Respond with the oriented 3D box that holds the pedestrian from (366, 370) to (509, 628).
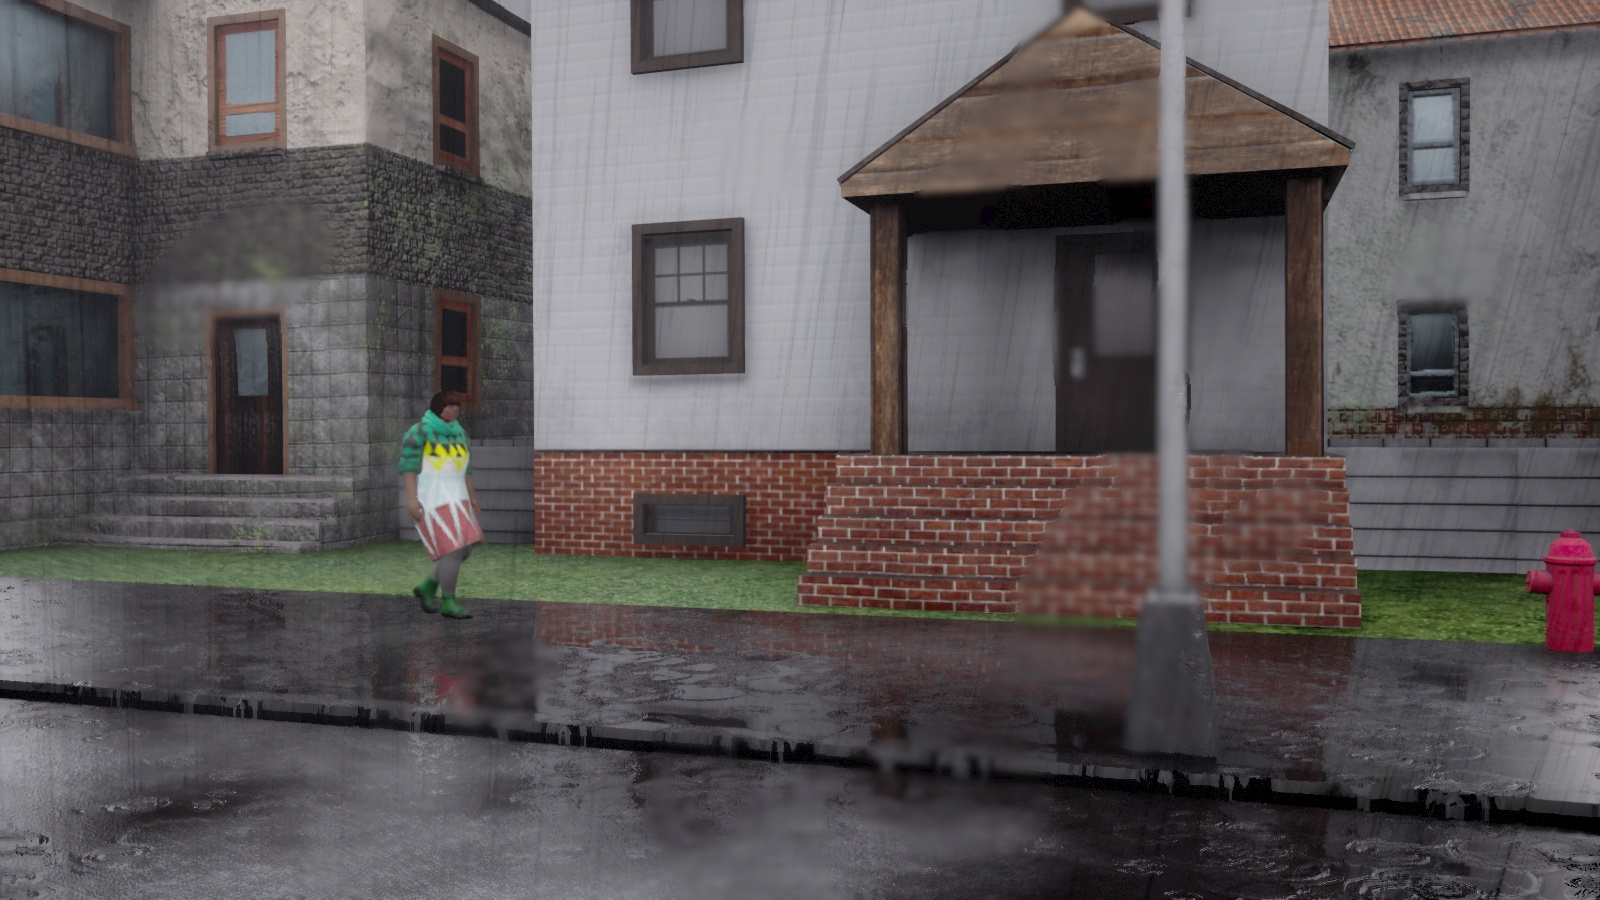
[{"bbox_3d":[-2.867,0.366,9.961,0.873,1.952,0.659,1,1,23],"label":"pedestrian"}]
